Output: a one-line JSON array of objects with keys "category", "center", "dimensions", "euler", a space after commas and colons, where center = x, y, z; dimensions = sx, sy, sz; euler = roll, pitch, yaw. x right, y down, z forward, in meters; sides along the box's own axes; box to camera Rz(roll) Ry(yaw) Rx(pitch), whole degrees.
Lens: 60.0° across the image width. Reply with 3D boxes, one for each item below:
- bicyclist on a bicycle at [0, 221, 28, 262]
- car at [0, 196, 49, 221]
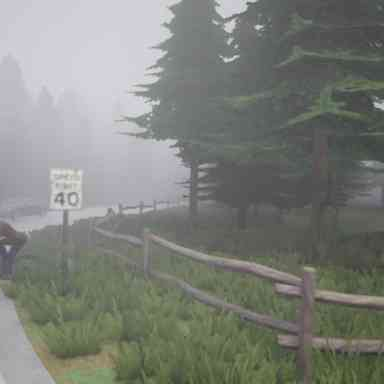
[{"category": "bicyclist on a bicycle", "center": [-4.146, 1.292, 7.241], "dimensions": [1.656, 1.620, 0.582], "euler": [1, 1, -29]}, {"category": "car", "center": [-11.527, 1.047, 22.242], "dimensions": [2.128, 1.511, 4.902], "euler": [1, 1, 8]}]
